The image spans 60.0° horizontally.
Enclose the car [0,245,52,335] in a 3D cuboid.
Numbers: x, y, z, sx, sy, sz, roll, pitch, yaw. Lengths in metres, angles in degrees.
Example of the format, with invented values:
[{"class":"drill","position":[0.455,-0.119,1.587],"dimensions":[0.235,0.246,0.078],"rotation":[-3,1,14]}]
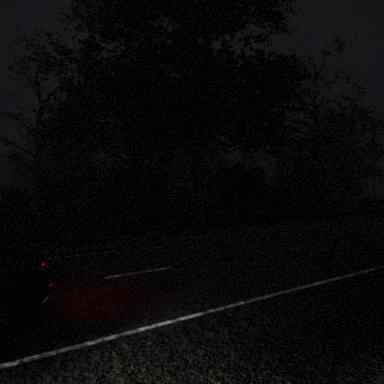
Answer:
[{"class":"car","position":[-4.706,1.490,4.898],"dimensions":[4.902,1.511,2.128],"rotation":[0,0,-35]}]
